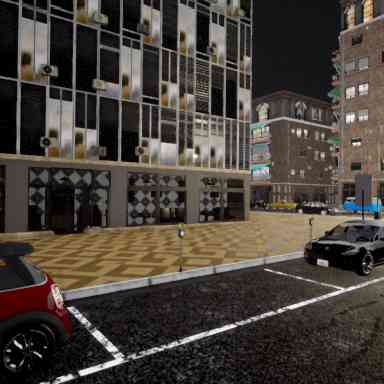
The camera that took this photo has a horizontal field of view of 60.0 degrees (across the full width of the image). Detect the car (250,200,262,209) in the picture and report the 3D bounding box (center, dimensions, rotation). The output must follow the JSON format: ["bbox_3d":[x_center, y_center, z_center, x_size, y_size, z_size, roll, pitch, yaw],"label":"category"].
[{"bbox_3d":[9.586,1.864,51.098,1.947,1.339,4.313,0,-1,-35],"label":"car"}]

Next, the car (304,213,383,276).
[{"bbox_3d":[5.358,1.567,10.372,4.313,1.339,1.947,0,1,-35],"label":"car"}]

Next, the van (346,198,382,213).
[{"bbox_3d":[19.084,1.525,37.426,1.690,1.788,3.998,0,-1,-35],"label":"van"}]

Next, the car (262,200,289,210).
[{"bbox_3d":[12.655,1.787,46.680,1.752,1.417,4.829,0,-1,-35],"label":"car"}]

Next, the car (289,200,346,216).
[{"bbox_3d":[12.198,1.620,32.647,2.008,1.369,4.403,0,-1,-35],"label":"car"}]

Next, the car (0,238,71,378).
[{"bbox_3d":[-3.717,1.440,3.897,4.097,1.590,1.967,0,1,-35],"label":"car"}]
